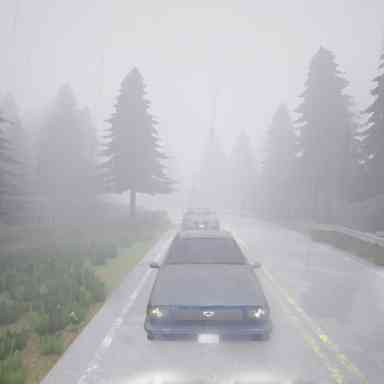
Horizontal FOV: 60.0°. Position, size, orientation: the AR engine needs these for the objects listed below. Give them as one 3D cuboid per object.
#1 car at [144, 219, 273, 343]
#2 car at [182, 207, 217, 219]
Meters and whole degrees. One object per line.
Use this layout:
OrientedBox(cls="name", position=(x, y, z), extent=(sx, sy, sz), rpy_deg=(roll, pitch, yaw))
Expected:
OrientedBox(cls="car", position=(0.266, 1.557, 7.071), extent=(2.033, 1.411, 5.357), rpy_deg=(0, 0, 1))
OrientedBox(cls="car", position=(0.437, 1.584, 19.156), extent=(1.994, 1.385, 4.181), rpy_deg=(0, 0, -2))
